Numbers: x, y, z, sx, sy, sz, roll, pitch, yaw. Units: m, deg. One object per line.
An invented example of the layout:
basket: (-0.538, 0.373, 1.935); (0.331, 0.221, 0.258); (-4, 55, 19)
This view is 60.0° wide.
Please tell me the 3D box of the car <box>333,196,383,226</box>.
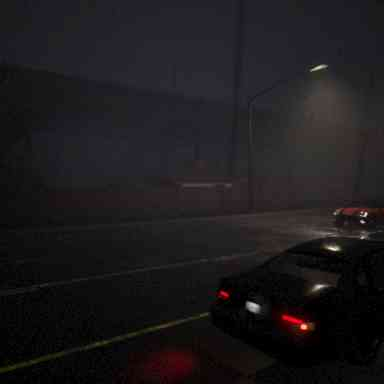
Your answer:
car: (10.525, 1.173, 20.034); (4.553, 1.767, 2.097); (-1, 1, -35)

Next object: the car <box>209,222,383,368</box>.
car: (2.829, 1.529, 5.766); (5.357, 1.411, 2.033); (0, 0, -36)
